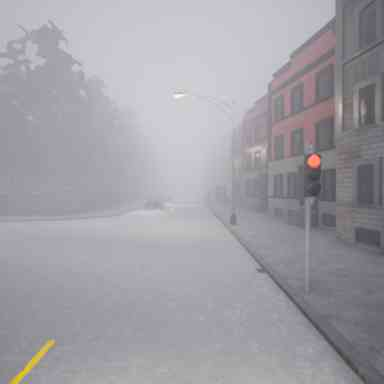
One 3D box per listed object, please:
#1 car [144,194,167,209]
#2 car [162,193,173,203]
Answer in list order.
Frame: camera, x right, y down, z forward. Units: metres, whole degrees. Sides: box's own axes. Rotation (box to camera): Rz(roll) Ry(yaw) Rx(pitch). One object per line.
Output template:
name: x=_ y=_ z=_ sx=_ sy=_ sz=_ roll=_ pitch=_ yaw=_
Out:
car: x=-4.169 y=1.204 z=37.167 sx=1.895 sy=1.301 sz=4.718 roll=0 pitch=1 yaw=0
car: x=-4.164 y=0.917 z=54.106 sx=2.128 sy=1.511 sz=4.902 roll=0 pitch=0 yaw=0
